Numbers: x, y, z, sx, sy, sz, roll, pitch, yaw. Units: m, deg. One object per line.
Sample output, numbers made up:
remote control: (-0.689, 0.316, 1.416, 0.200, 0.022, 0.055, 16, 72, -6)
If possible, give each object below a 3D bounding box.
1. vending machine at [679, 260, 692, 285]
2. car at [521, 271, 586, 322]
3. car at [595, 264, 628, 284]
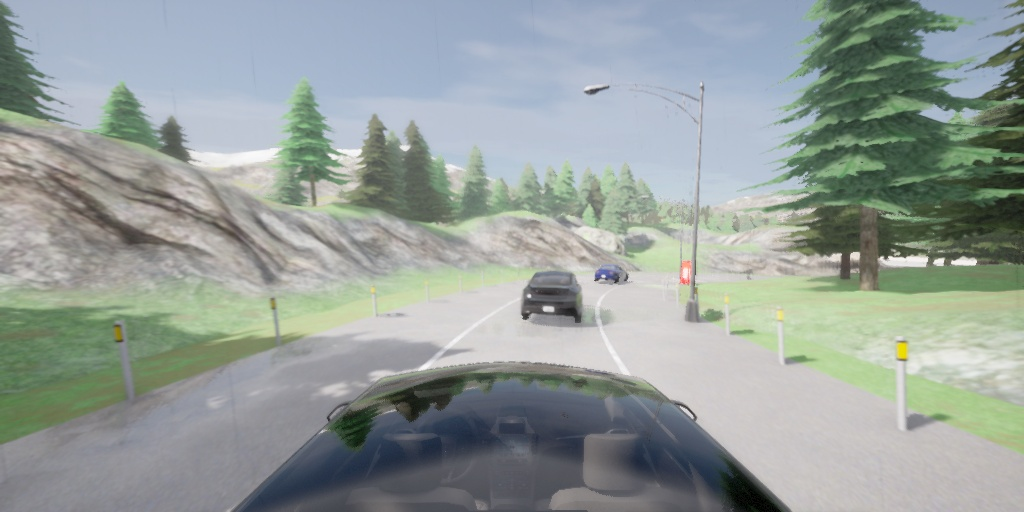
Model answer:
vending machine: (15.038, 1.402, 31.110, 1.100, 2.100, 0.880, 0, 0, 37)
car: (1.513, 1.256, 12.437, 1.837, 1.490, 4.892, 1, 0, 11)
car: (8.108, 1.398, 29.125, 1.812, 1.442, 4.674, 3, 1, 30)
